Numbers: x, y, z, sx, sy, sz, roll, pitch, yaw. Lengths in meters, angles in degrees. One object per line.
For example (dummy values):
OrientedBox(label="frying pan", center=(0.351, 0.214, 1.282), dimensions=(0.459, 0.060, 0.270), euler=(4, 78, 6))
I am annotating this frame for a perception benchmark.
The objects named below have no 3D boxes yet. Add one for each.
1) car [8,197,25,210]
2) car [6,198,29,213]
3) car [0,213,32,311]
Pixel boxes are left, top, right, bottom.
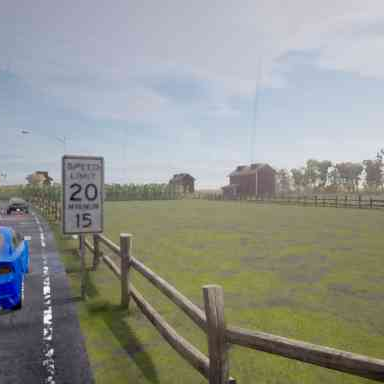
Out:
OrientedBox(label="car", center=(-23.341, 1.505, 44.069), dimensions=(1.837, 1.490, 4.892), euler=(0, 0, -30))
OrientedBox(label="car", center=(-18.395, 1.508, 35.178), dimensions=(1.837, 1.490, 4.892), euler=(0, 0, -28))
OrientedBox(label="car", center=(-4.719, 1.479, 7.375), dimensions=(1.882, 1.535, 5.008), euler=(0, 0, -24))
